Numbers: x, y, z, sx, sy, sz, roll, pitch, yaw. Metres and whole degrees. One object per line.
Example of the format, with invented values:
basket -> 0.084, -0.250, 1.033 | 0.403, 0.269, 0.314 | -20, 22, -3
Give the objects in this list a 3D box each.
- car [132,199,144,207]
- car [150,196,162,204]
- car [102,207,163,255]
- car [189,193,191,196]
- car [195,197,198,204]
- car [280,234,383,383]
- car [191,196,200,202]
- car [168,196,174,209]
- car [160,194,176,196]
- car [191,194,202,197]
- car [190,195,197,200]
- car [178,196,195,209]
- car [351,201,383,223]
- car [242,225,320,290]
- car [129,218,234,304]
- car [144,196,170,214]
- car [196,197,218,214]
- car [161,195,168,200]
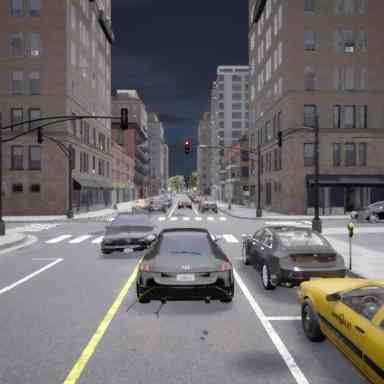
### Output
car -> -6.372, 1.524, 41.052 | 1.752, 1.417, 4.829 | 0, 0, -1
car -> -6.936, 1.545, 63.940 | 2.008, 1.369, 4.403 | 0, 0, -1
car -> -2.390, 1.547, 13.646 | 2.033, 1.411, 5.357 | 0, 0, -7
car -> 0.946, 1.307, 69.822 | 2.192, 1.841, 5.009 | 0, 0, -1
car -> 1.647, 1.581, 41.421 | 1.802, 1.307, 4.206 | 0, 0, -1
car -> 2.586, 1.525, 3.639 | 1.752, 1.417, 4.829 | 0, 0, -1
car -> 0.806, 1.556, 75.502 | 1.947, 1.339, 4.313 | 0, 0, -1
car -> -3.942, 1.562, 45.898 | 1.994, 1.385, 4.181 | 0, 0, -2
car -> -4.196, 1.543, 56.263 | 2.033, 1.411, 5.357 | 0, 0, -2
car -> 1.226, 1.435, 58.461 | 1.967, 1.590, 4.097 | 0, 0, -1
car -> 0.382, 1.511, 92.712 | 1.752, 1.417, 4.829 | 0, 0, -1
car -> -0.989, 1.599, 45.995 | 1.895, 1.301, 4.718 | 0, 0, -1
car -> 13.935, 1.402, 23.812 | 4.902, 1.511, 2.128 | 0, 0, -3
car -> 2.452, 1.551, 8.874 | 2.008, 1.369, 4.403 | 0, 0, -1
car -> -0.170, 1.564, 8.204 | 1.994, 1.385, 4.181 | 0, 0, -1
car -> -3.697, 1.504, 35.995 | 1.837, 1.490, 4.892 | 0, 0, -1
car -> 1.787, 1.550, 35.741 | 2.008, 1.369, 4.403 | 0, 0, -1
car -> -7.637, 1.568, 92.338 | 1.802, 1.307, 4.206 | 0, 0, -1
